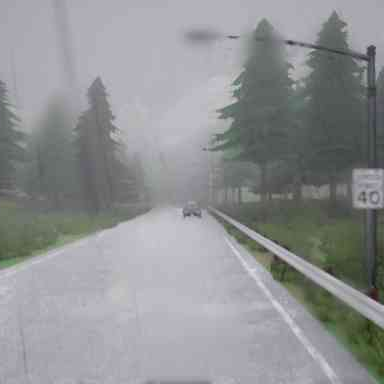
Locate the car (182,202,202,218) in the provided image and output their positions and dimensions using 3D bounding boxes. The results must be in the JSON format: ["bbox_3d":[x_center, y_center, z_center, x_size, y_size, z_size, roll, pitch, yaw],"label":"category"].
[{"bbox_3d":[0.001,1.991,34.289,1.895,1.301,4.718,0,-1,0],"label":"car"}]
